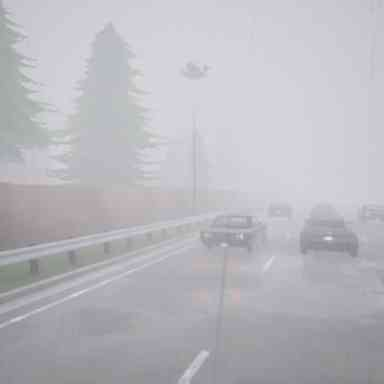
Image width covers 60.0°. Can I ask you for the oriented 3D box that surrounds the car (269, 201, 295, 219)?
[{"bbox_3d":[8.055,1.528,29.766,1.882,1.535,5.008,0,0,22],"label":"car"}]

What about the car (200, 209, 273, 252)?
[{"bbox_3d":[1.990,1.624,14.101,1.895,1.301,4.718,0,0,22],"label":"car"}]

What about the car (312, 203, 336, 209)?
[{"bbox_3d":[10.913,1.612,27.474,1.994,1.385,4.181,0,0,22],"label":"car"}]

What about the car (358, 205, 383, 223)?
[{"bbox_3d":[13.921,1.646,25.572,1.895,1.301,4.718,0,0,22],"label":"car"}]

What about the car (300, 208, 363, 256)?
[{"bbox_3d":[5.490,1.588,13.427,1.994,1.385,4.181,0,0,22],"label":"car"}]
